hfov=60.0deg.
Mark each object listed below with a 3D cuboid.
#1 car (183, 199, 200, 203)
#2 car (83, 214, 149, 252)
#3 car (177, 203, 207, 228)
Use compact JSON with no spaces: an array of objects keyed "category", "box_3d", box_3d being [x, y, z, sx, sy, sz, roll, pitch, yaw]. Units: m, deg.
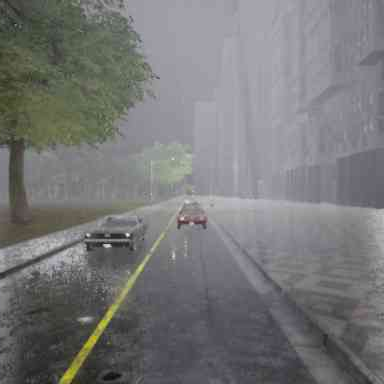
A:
[{"category":"car","box_3d":[-0.096,1.617,39.569,2.128,1.511,4.902,0,0,0]},{"category":"car","box_3d":[-3.066,1.645,14.239,1.895,1.301,4.718,0,0,0]},{"category":"car","box_3d":[-0.010,1.665,22.662,1.895,1.301,4.718,0,0,0]}]
